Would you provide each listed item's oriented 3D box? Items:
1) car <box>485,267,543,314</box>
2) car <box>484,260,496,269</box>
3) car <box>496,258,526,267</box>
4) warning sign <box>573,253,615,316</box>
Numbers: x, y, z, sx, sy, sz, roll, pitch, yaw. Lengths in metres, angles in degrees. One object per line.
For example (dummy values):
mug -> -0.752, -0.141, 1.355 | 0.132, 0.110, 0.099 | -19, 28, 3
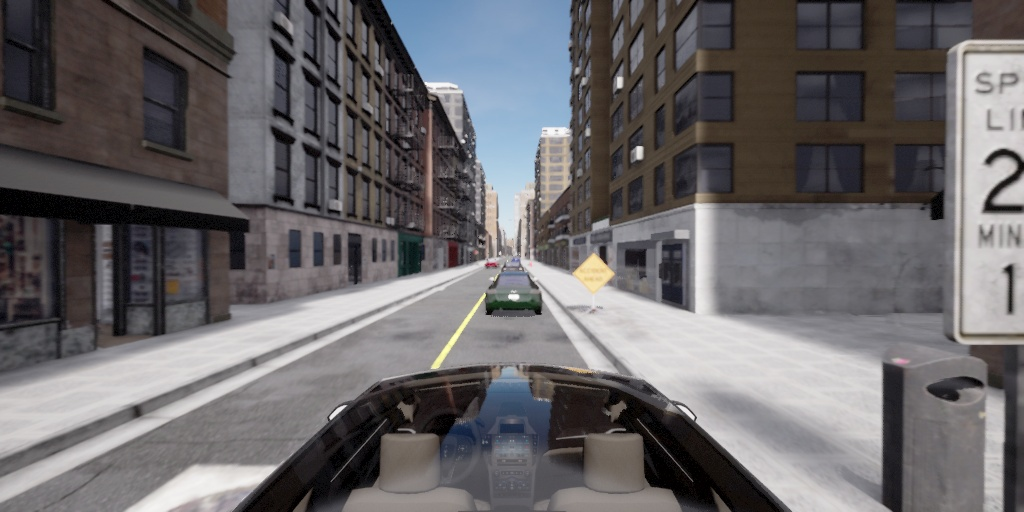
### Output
car -> 0.070, 1.273, 13.516 | 1.994, 1.385, 4.181 | 0, 0, 0
car -> -2.836, 1.167, 50.552 | 1.895, 1.301, 4.718 | 0, 0, 0
car -> 0.071, 1.145, 28.779 | 2.128, 1.511, 4.902 | 0, 0, 0
warning sign -> 2.517, 0.833, 11.133 | 1.300, 1.860, 1.060 | 0, 0, 0
